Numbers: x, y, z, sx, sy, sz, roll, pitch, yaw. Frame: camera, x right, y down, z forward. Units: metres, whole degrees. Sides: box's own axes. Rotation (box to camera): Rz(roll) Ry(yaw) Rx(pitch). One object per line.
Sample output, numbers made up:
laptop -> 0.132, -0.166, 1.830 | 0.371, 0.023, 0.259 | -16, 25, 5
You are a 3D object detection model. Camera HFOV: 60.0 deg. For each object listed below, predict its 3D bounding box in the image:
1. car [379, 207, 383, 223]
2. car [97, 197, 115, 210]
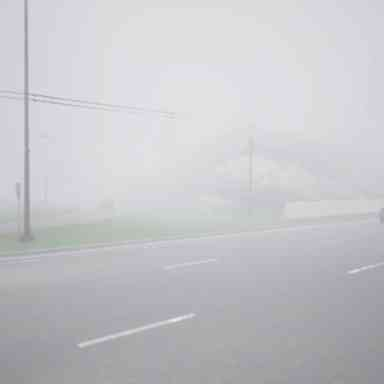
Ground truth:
car -> 14.696, 1.389, 22.862 | 4.892, 1.490, 1.837 | 0, 0, -36
car -> -10.819, 1.405, 41.850 | 1.882, 1.535, 5.008 | 0, 0, -18
